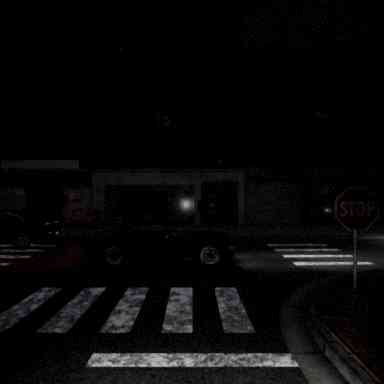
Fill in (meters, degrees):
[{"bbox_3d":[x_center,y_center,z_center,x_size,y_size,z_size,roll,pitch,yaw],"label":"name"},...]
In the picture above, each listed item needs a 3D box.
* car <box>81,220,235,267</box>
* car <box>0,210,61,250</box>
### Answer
[{"bbox_3d":[-1.007,1.598,10.880,4.718,1.301,1.895,0,0,0],"label":"car"},{"bbox_3d":[-8.036,1.497,13.839,4.902,1.511,2.128,0,0,0],"label":"car"}]
